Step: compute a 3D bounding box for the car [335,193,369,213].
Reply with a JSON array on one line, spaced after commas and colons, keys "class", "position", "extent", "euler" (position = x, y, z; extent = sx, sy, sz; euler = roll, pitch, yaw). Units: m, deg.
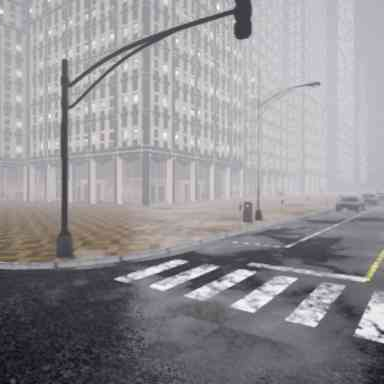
[{"class": "car", "position": [13.602, 0.983, 28.568], "extent": [1.947, 1.339, 4.313], "euler": [1, 2, 35]}]

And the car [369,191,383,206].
[{"class": "car", "position": [20.109, 0.792, 37.802], "extent": [1.947, 1.339, 4.313], "euler": [1, 2, 35]}]
